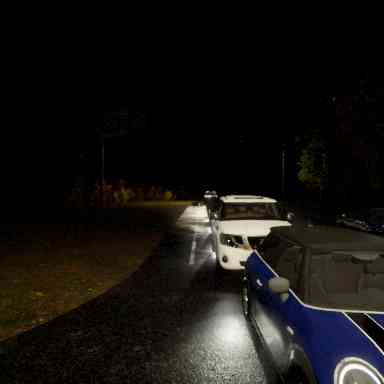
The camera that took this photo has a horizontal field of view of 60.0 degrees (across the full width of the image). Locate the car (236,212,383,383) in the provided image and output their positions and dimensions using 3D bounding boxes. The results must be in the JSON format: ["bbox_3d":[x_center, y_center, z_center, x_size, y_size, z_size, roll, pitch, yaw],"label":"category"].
[{"bbox_3d":[1.941,1.338,4.111,2.097,1.767,4.553,0,0,0],"label":"car"}]

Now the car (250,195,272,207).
[{"bbox_3d":[9.809,1.245,47.645,2.128,1.511,4.902,0,0,2],"label":"car"}]

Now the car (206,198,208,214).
[{"bbox_3d":[2.106,1.380,23.044,1.837,1.490,4.892,0,0,2],"label":"car"}]

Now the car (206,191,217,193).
[{"bbox_3d":[3.080,0.938,54.390,2.150,2.045,5.566,0,0,3],"label":"car"}]

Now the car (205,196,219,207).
[{"bbox_3d":[2.862,1.314,47.958,1.994,1.385,4.181,0,0,3],"label":"car"}]

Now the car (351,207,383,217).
[{"bbox_3d":[8.888,1.458,16.442,2.033,1.411,5.357,0,0,2],"label":"car"}]

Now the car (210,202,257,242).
[{"bbox_3d":[1.928,1.384,16.797,1.882,1.535,5.008,0,0,2],"label":"car"}]

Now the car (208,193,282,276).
[{"bbox_3d":[1.759,1.160,10.458,2.150,2.045,5.566,0,0,1],"label":"car"}]

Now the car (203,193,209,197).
[{"bbox_3d":[2.645,1.274,41.550,2.128,1.511,4.902,0,0,2],"label":"car"}]

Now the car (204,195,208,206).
[{"bbox_3d":[2.282,1.322,29.297,1.882,1.535,5.008,0,0,2],"label":"car"}]
